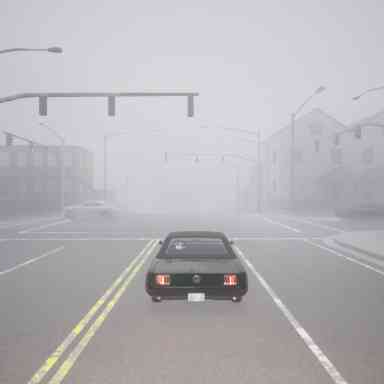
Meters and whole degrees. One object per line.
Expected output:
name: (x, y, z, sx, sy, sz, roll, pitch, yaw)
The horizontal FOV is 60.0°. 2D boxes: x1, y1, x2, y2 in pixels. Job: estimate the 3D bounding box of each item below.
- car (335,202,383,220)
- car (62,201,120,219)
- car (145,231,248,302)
car: (14.410, 1.577, 28.151, 4.181, 1.385, 1.994, 0, 0, -1)
car: (-8.419, 1.468, 27.891, 4.674, 1.442, 1.812, 0, 0, -1)
car: (0.102, 1.605, 8.200, 1.895, 1.301, 4.718, 0, 0, 0)
